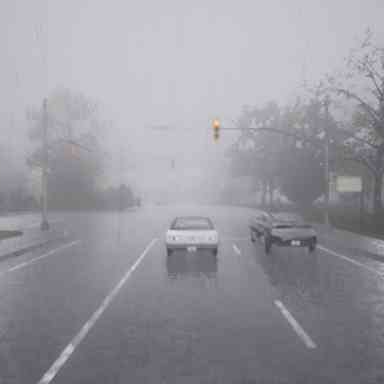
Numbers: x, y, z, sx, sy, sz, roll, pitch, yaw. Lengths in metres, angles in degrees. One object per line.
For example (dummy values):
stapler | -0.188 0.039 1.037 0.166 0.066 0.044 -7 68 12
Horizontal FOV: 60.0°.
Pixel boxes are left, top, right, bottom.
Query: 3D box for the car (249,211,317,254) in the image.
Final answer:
car | 3.531 1.510 13.658 2.128 1.511 4.902 0 0 1

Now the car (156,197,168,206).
car | -6.062 1.867 66.570 2.097 1.767 4.553 0 -1 -10

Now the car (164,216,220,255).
car | 0.028 1.618 13.400 1.895 1.301 4.718 0 0 1
